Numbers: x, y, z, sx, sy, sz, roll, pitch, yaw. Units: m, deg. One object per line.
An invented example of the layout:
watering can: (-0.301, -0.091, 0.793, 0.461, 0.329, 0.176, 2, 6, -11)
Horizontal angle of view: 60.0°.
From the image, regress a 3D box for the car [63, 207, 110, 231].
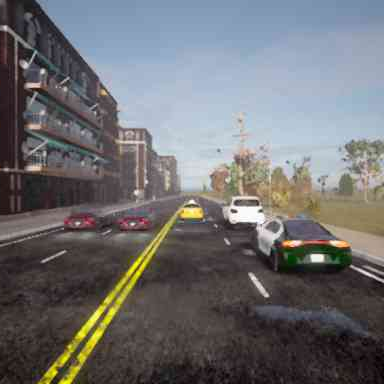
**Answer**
car: (-6.598, 1.630, 21.197, 1.994, 1.385, 4.181, 0, 0, 0)

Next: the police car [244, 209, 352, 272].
police car: (3.250, 1.539, 11.030, 2.038, 1.542, 4.974, 0, 0, 0)

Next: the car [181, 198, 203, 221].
car: (-0.011, 1.545, 28.328, 1.801, 1.575, 5.366, 0, 0, 0)

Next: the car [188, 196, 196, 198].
car: (0.068, 1.547, 59.504, 2.097, 1.767, 4.553, 0, 0, 0)

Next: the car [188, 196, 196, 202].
car: (0.002, 1.808, 83.576, 2.128, 1.511, 4.902, 0, 0, 0)

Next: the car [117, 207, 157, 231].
car: (-3.348, 1.628, 20.791, 1.994, 1.385, 4.181, 0, 0, 0)

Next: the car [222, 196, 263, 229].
car: (3.250, 1.290, 22.061, 2.150, 2.045, 5.566, 0, 0, 0)
